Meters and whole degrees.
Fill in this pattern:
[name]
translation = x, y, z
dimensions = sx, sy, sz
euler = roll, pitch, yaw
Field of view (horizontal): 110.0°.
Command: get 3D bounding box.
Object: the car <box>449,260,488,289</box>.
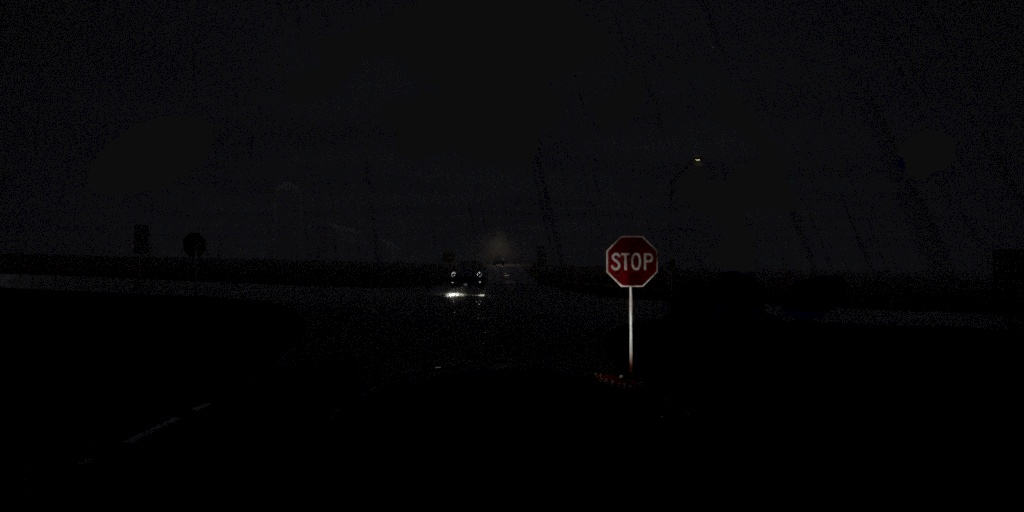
[car]
translation = -2.734, 1.088, 23.400
dimensions = 2.097, 1.767, 4.553
euler = 0, 0, 0
